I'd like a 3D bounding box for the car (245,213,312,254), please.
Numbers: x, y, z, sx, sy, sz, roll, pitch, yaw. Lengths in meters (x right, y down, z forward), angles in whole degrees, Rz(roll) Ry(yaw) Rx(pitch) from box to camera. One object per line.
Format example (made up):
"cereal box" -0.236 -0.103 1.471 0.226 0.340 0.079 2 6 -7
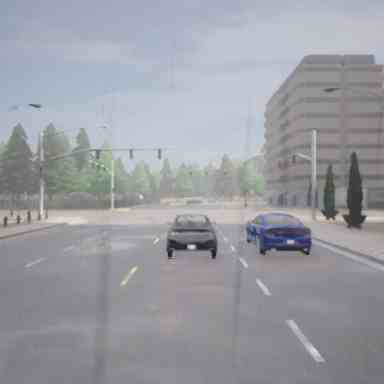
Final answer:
"car" 3.511 1.633 14.250 1.882 1.535 5.008 0 0 0

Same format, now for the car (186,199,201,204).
"car" 0.444 2.486 87.193 2.033 1.411 5.357 0 -1 34

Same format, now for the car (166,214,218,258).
"car" 0.005 1.641 13.488 2.128 1.511 4.902 0 0 0

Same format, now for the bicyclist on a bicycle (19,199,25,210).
"bicyclist on a bicycle" -25.717 1.901 50.326 0.582 1.620 1.656 0 0 0
